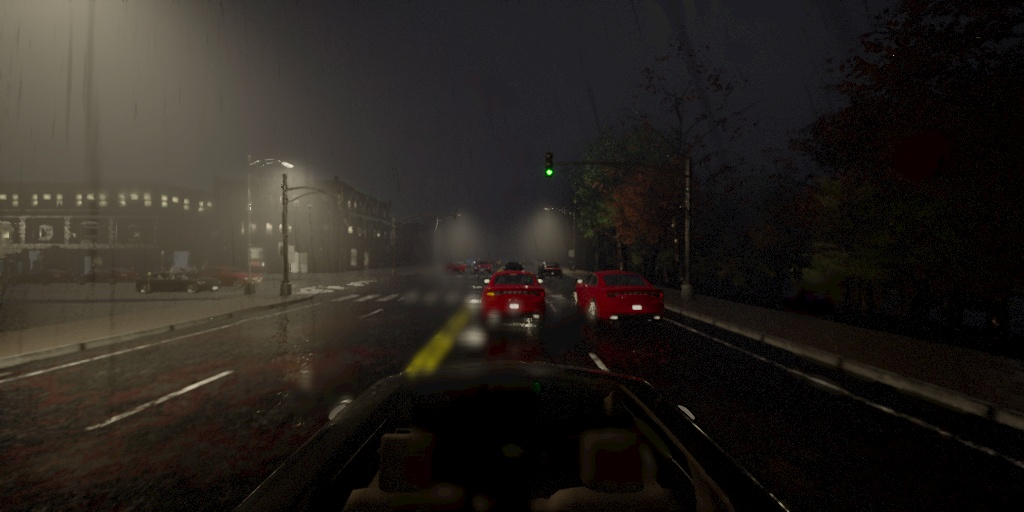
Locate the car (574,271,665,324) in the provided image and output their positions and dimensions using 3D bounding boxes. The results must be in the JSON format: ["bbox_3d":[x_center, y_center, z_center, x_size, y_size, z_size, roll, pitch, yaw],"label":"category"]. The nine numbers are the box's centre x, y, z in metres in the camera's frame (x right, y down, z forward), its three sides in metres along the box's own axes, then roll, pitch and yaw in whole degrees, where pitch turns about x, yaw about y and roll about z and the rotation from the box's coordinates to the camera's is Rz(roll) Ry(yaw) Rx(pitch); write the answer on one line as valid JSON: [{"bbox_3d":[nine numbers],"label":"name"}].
[{"bbox_3d":[3.356,1.233,12.095,1.882,1.535,5.008,0,0,0],"label":"car"}]

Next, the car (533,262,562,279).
[{"bbox_3d":[3.359,1.255,32.228,2.128,1.511,4.902,0,0,0],"label":"car"}]

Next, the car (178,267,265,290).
[{"bbox_3d":[-19.320,1.505,24.258,4.674,1.442,1.812,0,1,1],"label":"car"}]

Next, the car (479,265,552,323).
[{"bbox_3d":[0.051,1.233,12.279,1.882,1.535,5.008,0,0,-1],"label":"car"}]

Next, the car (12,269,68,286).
[{"bbox_3d":[-39.341,1.735,30.092,4.207,1.307,1.802,0,0,0],"label":"car"}]

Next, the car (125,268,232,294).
[{"bbox_3d":[-19.941,1.577,21.559,4.313,1.339,1.948,0,0,0],"label":"car"}]

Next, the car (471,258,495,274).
[{"bbox_3d":[-3.328,1.292,42.081,1.812,1.442,4.674,0,0,0],"label":"car"}]

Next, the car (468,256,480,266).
[{"bbox_3d":[-6.503,0.995,60.698,2.150,2.045,5.566,0,0,0],"label":"car"}]

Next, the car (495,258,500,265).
[{"bbox_3d":[-3.276,1.277,58.631,1.837,1.490,4.892,0,-1,0],"label":"car"}]

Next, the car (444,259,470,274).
[{"bbox_3d":[-6.579,1.366,41.871,1.895,1.301,4.718,0,0,3],"label":"car"}]

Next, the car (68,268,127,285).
[{"bbox_3d":[-33.807,1.672,30.083,4.207,1.307,1.802,0,0,0],"label":"car"}]

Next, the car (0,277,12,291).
[{"bbox_3d":[-33.817,1.609,21.702,4.097,1.591,1.967,0,0,0],"label":"car"}]

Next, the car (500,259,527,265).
[{"bbox_3d":[0.110,1.268,32.498,1.837,1.490,4.892,0,0,0],"label":"car"}]
